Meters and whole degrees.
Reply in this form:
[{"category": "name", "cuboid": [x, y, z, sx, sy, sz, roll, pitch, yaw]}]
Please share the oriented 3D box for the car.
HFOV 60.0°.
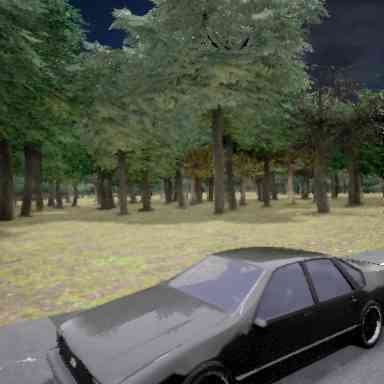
[{"category": "car", "cuboid": [0.968, 1.540, 4.684, 5.357, 1.411, 2.033, 0, 0, -36]}]
